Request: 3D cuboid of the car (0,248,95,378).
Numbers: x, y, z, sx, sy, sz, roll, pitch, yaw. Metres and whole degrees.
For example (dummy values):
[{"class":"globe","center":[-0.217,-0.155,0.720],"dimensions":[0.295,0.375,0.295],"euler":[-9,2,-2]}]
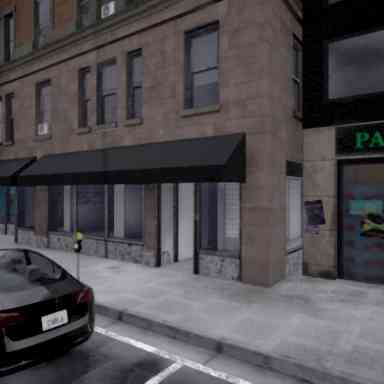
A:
[{"class":"car","center":[-3.329,1.564,5.189],"dimensions":[4.313,1.339,1.947],"euler":[0,0,36]}]
